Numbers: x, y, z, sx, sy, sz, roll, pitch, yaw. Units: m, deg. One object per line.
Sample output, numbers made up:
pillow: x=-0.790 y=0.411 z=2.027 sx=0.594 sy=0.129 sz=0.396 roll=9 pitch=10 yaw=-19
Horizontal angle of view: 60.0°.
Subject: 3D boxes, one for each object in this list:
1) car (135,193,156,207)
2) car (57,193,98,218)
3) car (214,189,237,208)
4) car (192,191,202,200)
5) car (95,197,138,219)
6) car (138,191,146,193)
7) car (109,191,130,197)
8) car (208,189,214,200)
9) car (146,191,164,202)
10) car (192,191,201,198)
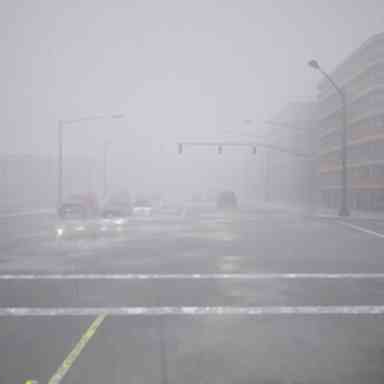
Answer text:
car: x=-6.257 y=1.239 z=42.932 sx=1.994 sy=1.385 sz=4.181 roll=0 pitch=1 yaw=0
car: x=-9.835 y=1.095 z=29.306 sx=2.150 sy=2.045 sz=5.566 roll=0 pitch=0 yaw=1
car: x=4.437 y=0.892 z=43.056 sx=2.150 sy=2.045 sz=5.566 roll=0 pitch=1 yaw=0
car: x=0.931 y=0.822 z=66.135 sx=1.895 sy=1.301 sz=4.718 roll=0 pitch=1 yaw=0
car: x=-6.329 y=1.428 z=28.508 sx=2.033 sy=1.411 sz=5.357 roll=0 pitch=0 yaw=1
car: x=-9.611 y=0.614 z=64.047 sx=2.097 sy=1.767 sz=4.553 roll=0 pitch=1 yaw=1
car: x=-9.755 y=0.857 z=44.917 sx=2.150 sy=2.045 sz=5.566 roll=0 pitch=2 yaw=0
car: x=4.451 y=0.427 z=67.049 sx=2.150 sy=2.045 sz=5.566 roll=0 pitch=2 yaw=1
car: x=-6.177 y=0.736 z=57.915 sx=2.097 sy=1.767 sz=4.553 roll=0 pitch=1 yaw=1
car: x=0.972 y=0.491 z=76.111 sx=2.033 sy=1.411 sz=5.357 roll=0 pitch=1 yaw=0
